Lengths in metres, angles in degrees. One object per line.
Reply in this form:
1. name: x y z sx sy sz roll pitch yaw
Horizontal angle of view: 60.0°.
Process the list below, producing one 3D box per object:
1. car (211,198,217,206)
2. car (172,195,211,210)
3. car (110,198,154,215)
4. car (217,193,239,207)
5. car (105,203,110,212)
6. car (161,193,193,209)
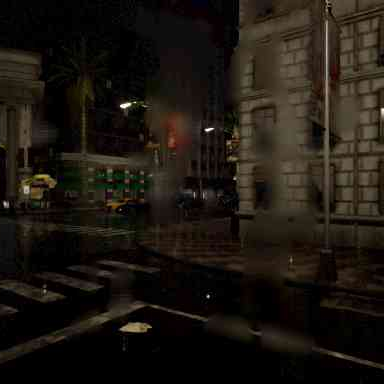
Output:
1. car: 4.886 1.352 53.644 4.553 1.767 2.097 0 0 -43
2. car: -0.012 1.526 42.473 1.812 1.442 4.674 0 0 37
3. car: -5.918 1.564 34.445 1.994 1.385 4.181 0 0 36
4. car: 6.772 1.221 50.718 5.566 2.045 2.150 0 0 -45
5. car: -7.599 1.478 38.073 1.882 1.535 5.008 0 0 37
6. car: -1.797 1.221 45.952 2.150 2.045 5.566 0 0 37
